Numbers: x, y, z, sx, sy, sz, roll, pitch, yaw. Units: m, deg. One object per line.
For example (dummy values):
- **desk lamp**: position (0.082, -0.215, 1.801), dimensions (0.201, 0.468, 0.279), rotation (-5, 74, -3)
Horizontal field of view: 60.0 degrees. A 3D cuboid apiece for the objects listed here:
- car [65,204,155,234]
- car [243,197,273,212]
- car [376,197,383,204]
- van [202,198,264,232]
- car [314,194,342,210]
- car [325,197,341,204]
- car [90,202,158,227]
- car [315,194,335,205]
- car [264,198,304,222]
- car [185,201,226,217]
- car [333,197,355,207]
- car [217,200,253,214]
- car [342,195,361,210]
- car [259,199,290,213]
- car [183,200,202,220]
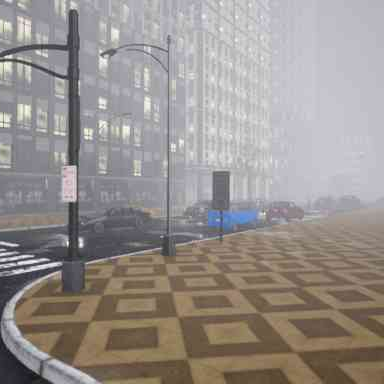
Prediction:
- **car**: position (-4.723, 1.564, 19.806), dimensions (2.033, 1.411, 5.357), rotation (0, 0, 38)
- **car**: position (8.101, 1.471, 40.520), dimensions (1.967, 1.590, 4.097), rotation (0, 0, 38)
- **car**: position (38.092, 1.658, 66.582), dimensions (1.947, 1.339, 4.313), rotation (0, 0, 38)
- **van**: position (2.601, 1.368, 20.264), dimensions (1.690, 1.788, 3.998), rotation (0, 0, 38)
- **car**: position (17.940, 1.400, 44.430), dimensions (2.097, 1.767, 4.553), rotation (0, 0, 38)
- **car**: position (28.455, 1.624, 66.978), dimensions (2.008, 1.369, 4.403), rotation (0, 0, 38)
- **car**: position (-4.790, 1.540, 23.975), dimensions (1.752, 1.417, 4.829), rotation (0, 0, 38)
- **car**: position (25.063, 1.381, 62.569), dimensions (2.192, 1.841, 5.009), rotation (0, 0, 38)
- **car**: position (7.561, 1.472, 26.894), dimensions (1.967, 1.590, 4.097), rotation (0, 0, 38)
- **car**: position (1.316, 1.604, 31.700), dimensions (1.802, 1.307, 4.206), rotation (0, 0, 38)
- **car**: position (23.991, 1.552, 52.291), dimensions (2.128, 1.511, 4.902), rotation (0, 0, 37)
- **car**: position (4.708, 1.571, 36.110), dimensions (1.887, 1.381, 4.507), rotation (0, 0, 38)
- **car**: position (21.131, 1.368, 44.534), dimensions (2.192, 1.841, 5.009), rotation (0, 0, 38)
- **car**: position (9.559, 1.597, 38.333), dimensions (1.994, 1.385, 4.181), rotation (0, 0, 38)
- **car**: position (1.254, 1.376, 27.567), dimensions (2.097, 1.767, 4.553), rotation (0, 0, 38)
